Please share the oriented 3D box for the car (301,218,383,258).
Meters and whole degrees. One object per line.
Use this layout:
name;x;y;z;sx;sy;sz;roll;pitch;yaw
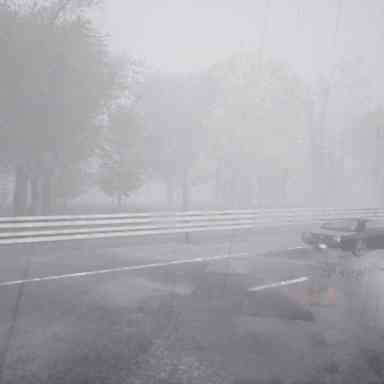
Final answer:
car;6.588;1.675;13.140;4.718;1.301;1.895;1;0;-32
